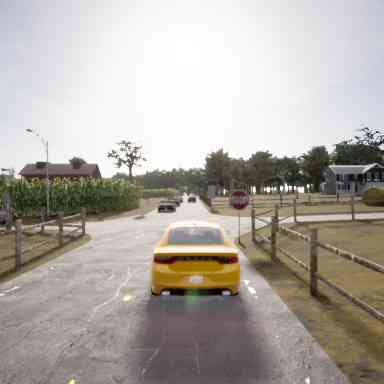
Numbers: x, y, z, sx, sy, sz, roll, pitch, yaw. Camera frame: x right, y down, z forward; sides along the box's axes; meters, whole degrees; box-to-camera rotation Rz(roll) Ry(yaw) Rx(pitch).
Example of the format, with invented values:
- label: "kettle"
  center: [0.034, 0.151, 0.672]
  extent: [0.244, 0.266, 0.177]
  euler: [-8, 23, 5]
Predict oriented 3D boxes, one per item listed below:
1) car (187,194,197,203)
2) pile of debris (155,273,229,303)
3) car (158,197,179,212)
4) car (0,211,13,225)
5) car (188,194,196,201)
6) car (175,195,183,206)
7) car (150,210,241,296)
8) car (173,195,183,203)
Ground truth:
- label: "car"
  center: [0.004, 1.440, 70.447]
  extent: [1.837, 1.490, 4.892]
  euler: [0, 0, 0]
- label: "pile of debris"
  center: [-0.002, 2.179, 7.688]
  extent: [1.500, 0.140, 1.860]
  euler: [0, 0, 0]
- label: "car"
  center: [-2.852, 1.582, 38.564]
  extent: [1.895, 1.301, 4.718]
  euler: [0, 0, 0]
- label: "car"
  center: [-16.387, 2.011, 26.053]
  extent: [4.181, 1.385, 1.994]
  euler: [-1, -2, 0]
- label: "car"
  center: [0.008, 1.249, 80.877]
  extent: [1.882, 1.535, 5.008]
  euler: [0, 0, 0]
- label: "car"
  center: [-2.830, 1.566, 52.088]
  extent: [1.895, 1.301, 4.718]
  euler: [0, 0, 0]
- label: "car"
  center: [0.059, 1.482, 8.727]
  extent: [1.882, 1.535, 5.008]
  euler: [0, 0, 0]
- label: "car"
  center: [-2.767, 1.429, 67.204]
  extent: [1.882, 1.535, 5.008]
  euler: [0, 0, 0]
